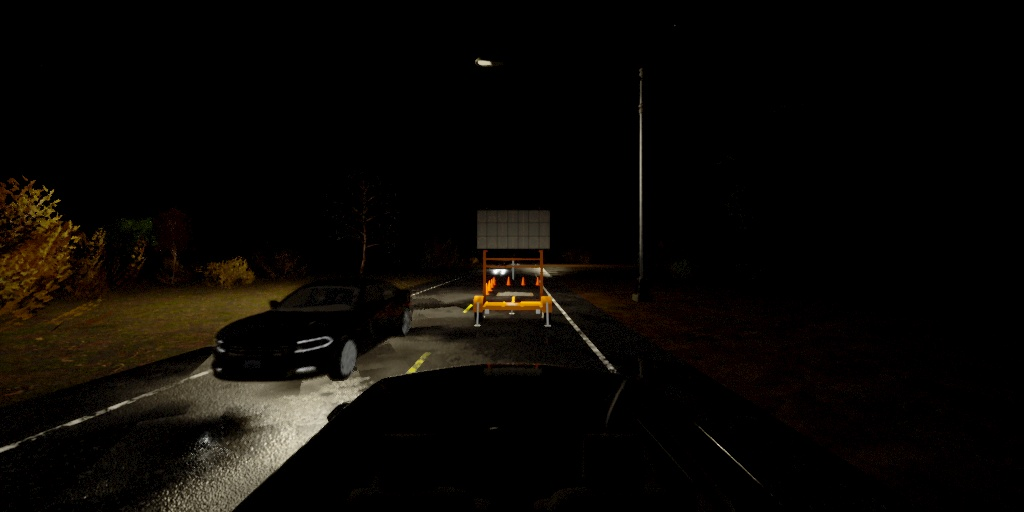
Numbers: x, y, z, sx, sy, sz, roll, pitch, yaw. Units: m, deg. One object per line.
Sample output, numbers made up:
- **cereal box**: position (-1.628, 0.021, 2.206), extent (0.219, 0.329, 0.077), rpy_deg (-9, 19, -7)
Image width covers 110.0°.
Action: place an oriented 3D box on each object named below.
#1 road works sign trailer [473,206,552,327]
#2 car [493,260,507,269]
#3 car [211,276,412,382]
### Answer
- **road works sign trailer**: position (0.039, 0.213, 11.580), extent (2.380, 3.560, 2.880), rpy_deg (0, 0, 1)
- **car**: position (-1.810, 1.229, 55.072), extent (2.128, 1.511, 4.902), rpy_deg (0, 0, 4)
- **car**: position (-3.565, 1.227, 7.447), extent (1.882, 1.535, 5.008), rpy_deg (0, 0, 0)
